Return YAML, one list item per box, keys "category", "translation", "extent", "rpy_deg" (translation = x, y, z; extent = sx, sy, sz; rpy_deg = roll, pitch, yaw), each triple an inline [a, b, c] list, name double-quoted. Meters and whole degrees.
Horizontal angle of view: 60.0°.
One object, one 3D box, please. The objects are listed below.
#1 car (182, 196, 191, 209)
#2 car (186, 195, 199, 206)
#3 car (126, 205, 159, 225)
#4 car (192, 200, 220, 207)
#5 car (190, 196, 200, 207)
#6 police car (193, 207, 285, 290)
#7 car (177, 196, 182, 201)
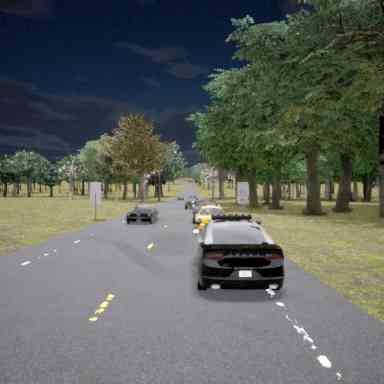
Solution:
- category: "car"
  translation: [0.109, 1.416, 46.029]
  extent: [2.097, 1.767, 4.553]
  rpy_deg: [0, 0, 1]
- category: "car"
  translation: [0.104, 1.480, 58.606]
  extent: [2.097, 1.767, 4.553]
  rpy_deg: [0, 0, 0]
- category: "car"
  translation: [-3.558, 1.610, 24.396]
  extent: [1.895, 1.301, 4.718]
  rpy_deg: [0, 0, 0]
- category: "car"
  translation: [1.083, 1.460, 19.275]
  extent: [1.801, 1.575, 5.366]
  rpy_deg: [0, 0, 0]
- category: "car"
  translation: [1.091, 1.361, 25.061]
  extent: [2.097, 1.767, 4.553]
  rpy_deg: [0, 0, 0]
- category: "police car"
  translation: [1.064, 1.424, 9.192]
  extent: [1.930, 1.638, 5.238]
  rpy_deg: [0, 0, 0]
- category: "car"
  translation: [-3.334, 1.813, 95.218]
  extent: [1.994, 1.385, 4.181]
  rpy_deg: [0, 0, 0]
